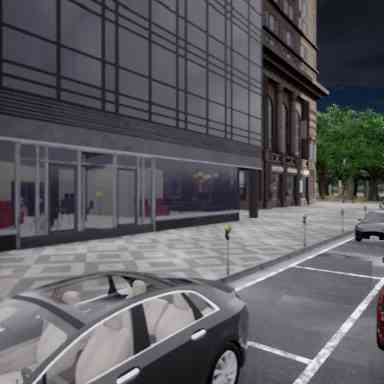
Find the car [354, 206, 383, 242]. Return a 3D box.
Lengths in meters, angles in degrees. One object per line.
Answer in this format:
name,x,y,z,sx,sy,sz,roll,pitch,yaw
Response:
car,9.065,1.569,15.782,1.947,1.339,4.313,0,0,38

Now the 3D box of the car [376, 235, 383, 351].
car,4.440,1.479,5.489,1.882,1.535,5.008,0,0,38

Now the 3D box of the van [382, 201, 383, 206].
van,12.441,1.347,20.045,1.690,1.788,3.998,0,0,38

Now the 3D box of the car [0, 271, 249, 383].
car,-1.062,1.548,2.993,2.008,1.369,4.403,0,0,38
